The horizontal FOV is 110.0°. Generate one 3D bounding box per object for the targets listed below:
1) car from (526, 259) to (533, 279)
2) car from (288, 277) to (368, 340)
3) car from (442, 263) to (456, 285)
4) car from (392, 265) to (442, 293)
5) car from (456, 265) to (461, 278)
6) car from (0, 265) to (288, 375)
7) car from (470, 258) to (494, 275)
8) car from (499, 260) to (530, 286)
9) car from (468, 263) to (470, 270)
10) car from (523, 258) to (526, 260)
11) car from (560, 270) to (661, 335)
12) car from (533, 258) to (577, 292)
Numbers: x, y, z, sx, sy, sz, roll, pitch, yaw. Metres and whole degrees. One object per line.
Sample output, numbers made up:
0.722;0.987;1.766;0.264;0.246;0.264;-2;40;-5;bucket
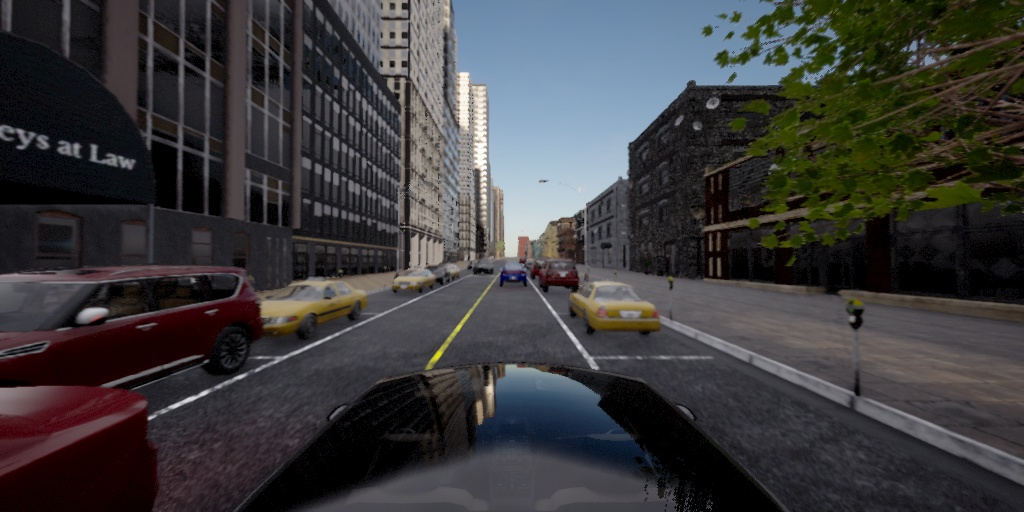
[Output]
2.688;1.127;32.502;2.192;1.841;5.009;0;0;0;car
-5.690;1.295;10.144;1.751;1.417;4.829;0;0;0;car
-5.692;1.369;26.954;1.948;1.339;4.313;0;0;0;car
-5.692;1.318;21.236;1.751;1.417;4.829;0;0;0;car
-5.693;1.338;32.329;1.751;1.417;4.829;0;0;0;car
-5.690;1.072;4.768;2.192;1.841;5.009;0;0;0;car
-3.089;1.177;39.785;2.097;1.767;4.553;0;0;0;car
0.096;1.279;26.153;1.882;1.535;5.008;0;0;0;car
-5.694;1.411;54.682;1.948;1.339;4.313;0;0;0;car
2.686;1.410;54.685;1.948;1.339;4.313;0;0;0;car
2.691;1.295;10.487;1.751;1.417;4.829;0;0;0;car
2.689;1.107;21.409;2.192;1.841;5.009;0;0;0;car
